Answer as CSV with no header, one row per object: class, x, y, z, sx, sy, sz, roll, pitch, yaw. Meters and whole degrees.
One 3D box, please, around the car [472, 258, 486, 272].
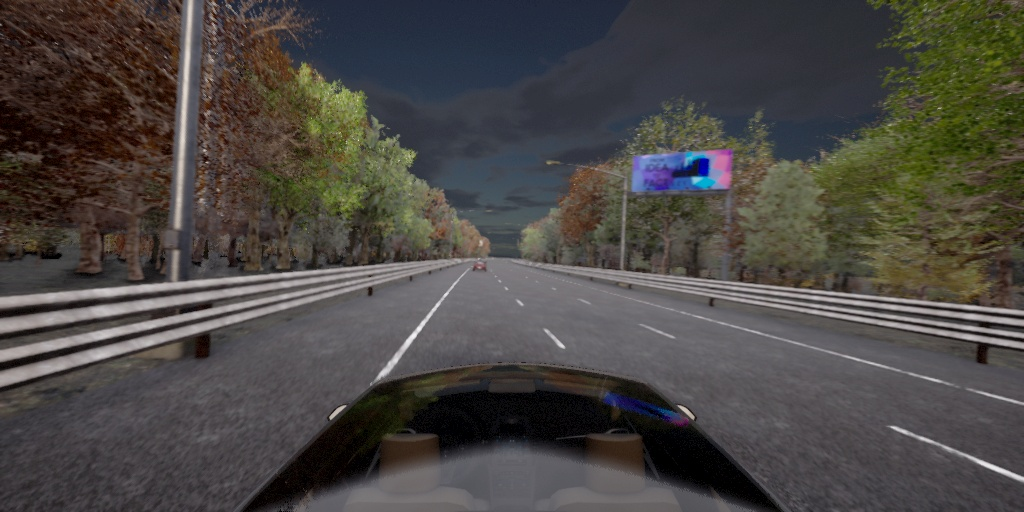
car,-4.595,1.431,51.071,1.812,1.442,4.674,3,-1,-4
